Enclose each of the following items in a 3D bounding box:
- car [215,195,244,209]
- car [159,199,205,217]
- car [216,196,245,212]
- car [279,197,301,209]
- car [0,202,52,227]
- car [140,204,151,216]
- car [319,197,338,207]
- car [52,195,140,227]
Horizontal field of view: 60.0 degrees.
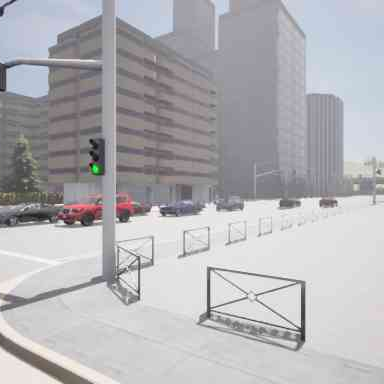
[{"bbox_3d":[5.356,1.352,46.961,2.097,1.767,4.553,0,0,35],"label":"car"},{"bbox_3d":[-1.036,1.601,31.593,1.895,1.301,4.718,0,0,35],"label":"car"},{"bbox_3d":[4.650,1.526,39.814,1.812,1.442,4.674,0,0,35],"label":"car"},{"bbox_3d":[13.806,1.477,46.595,1.882,1.535,5.008,0,0,35],"label":"car"},{"bbox_3d":[-11.244,1.492,22.951,2.128,1.511,4.902,0,0,35],"label":"car"},{"bbox_3d":[-5.984,1.601,30.582,1.895,1.301,4.718,0,0,35],"label":"car"},{"bbox_3d":[20.846,1.478,50.674,1.882,1.535,5.008,0,0,35],"label":"car"},{"bbox_3d":[-6.582,1.221,23.549,2.150,2.045,5.566,0,0,35],"label":"car"}]
